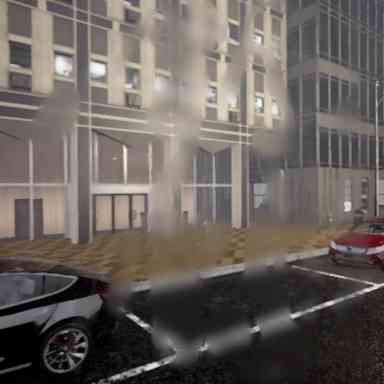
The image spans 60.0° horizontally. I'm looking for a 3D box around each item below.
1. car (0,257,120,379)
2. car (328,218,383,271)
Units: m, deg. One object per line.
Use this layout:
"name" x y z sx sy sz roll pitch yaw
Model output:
"car" -3.013 1.568 3.950 4.313 1.339 1.947 -1 0 -35
"car" 6.023 1.498 10.388 4.206 1.307 1.802 -1 0 -35
